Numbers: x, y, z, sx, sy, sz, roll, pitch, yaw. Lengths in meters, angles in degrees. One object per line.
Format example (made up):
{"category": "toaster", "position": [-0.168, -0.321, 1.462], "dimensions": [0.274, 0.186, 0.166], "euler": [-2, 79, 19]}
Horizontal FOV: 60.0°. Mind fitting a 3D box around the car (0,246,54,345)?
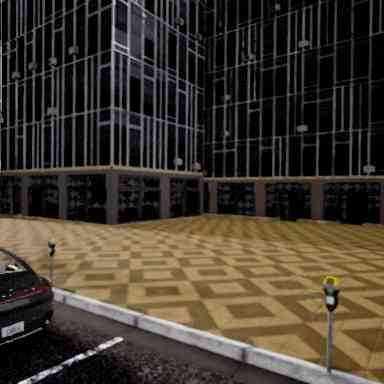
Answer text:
{"category": "car", "position": [-4.094, 1.549, 5.580], "dimensions": [4.403, 1.369, 2.008], "euler": [0, 1, 35]}
